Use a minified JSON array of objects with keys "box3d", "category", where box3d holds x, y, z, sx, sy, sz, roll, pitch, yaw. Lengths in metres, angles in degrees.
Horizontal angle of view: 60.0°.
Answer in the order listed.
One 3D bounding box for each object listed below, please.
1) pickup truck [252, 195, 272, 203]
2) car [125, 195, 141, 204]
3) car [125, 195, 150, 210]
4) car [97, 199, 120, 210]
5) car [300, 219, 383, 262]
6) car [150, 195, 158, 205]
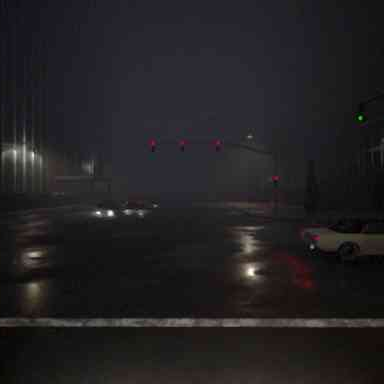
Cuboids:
[{"box3d":[13.278,0.913,61.761,2.390,2.098,6.274,0,0,31],"category":"pickup truck"},{"box3d":[-10.418,1.366,59.154,1.837,1.490,4.892,0,0,1],"category":"car"},{"box3d":[-6.991,1.254,41.782,2.097,1.767,4.553,0,0,0],"category":"car"},{"box3d":[-10.492,1.502,41.775,1.895,1.301,4.718,0,0,0],"category":"car"},{"box3d":[6.312,1.573,11.344,4.718,1.301,1.895,0,0,1],"category":"car"},{"box3d":[-6.933,1.342,57.470,1.882,1.535,5.008,0,0,0],"category":"car"}]
